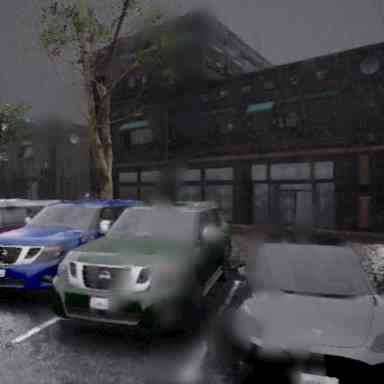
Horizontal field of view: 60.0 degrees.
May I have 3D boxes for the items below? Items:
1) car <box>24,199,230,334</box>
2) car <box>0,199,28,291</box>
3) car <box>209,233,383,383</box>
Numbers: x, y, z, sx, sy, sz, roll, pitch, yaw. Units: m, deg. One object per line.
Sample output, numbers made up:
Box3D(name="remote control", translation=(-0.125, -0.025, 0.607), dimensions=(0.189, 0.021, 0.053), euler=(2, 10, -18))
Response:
Box3D(name="car", translation=(-0.528, 1.239, 7.299), dimensions=(2.435, 2.045, 5.566), euler=(1, -1, 16))
Box3D(name="car", translation=(-2.933, 1.239, 9.023), dimensions=(2.435, 2.045, 5.566), euler=(1, -1, 16))
Box3D(name="car", translation=(1.886, 1.519, 5.575), dimensions=(2.163, 1.488, 4.792), euler=(1, -1, 15))
